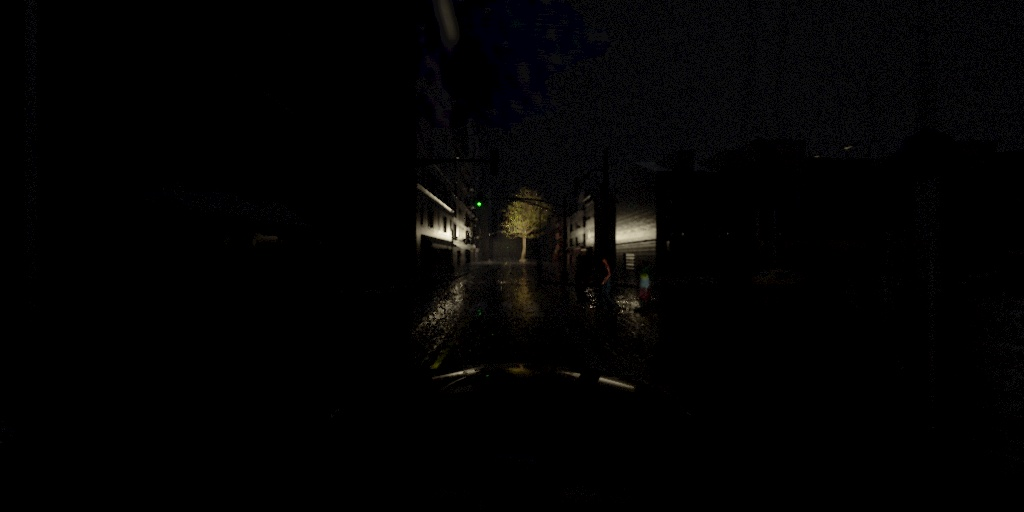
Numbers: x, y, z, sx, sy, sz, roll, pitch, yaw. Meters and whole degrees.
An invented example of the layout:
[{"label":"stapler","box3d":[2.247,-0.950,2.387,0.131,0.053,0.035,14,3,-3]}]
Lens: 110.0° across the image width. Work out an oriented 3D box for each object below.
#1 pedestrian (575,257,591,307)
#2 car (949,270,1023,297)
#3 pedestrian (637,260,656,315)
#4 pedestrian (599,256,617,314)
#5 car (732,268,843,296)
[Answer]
[{"label":"pedestrian","box3d":[2.446,0.846,12.595,0.375,1.860,0.375,0,0,0]},{"label":"car","box3d":[24.964,1.400,18.179,4.313,1.339,1.948,0,0,0]},{"label":"pedestrian","box3d":[4.470,0.998,11.995,0.375,1.860,0.375,0,0,0]},{"label":"pedestrian","box3d":[3.011,0.854,11.394,0.375,1.860,0.375,0,0,0]},{"label":"car","box3d":[13.883,1.282,18.166,4.829,1.417,1.751,0,0,0]}]
